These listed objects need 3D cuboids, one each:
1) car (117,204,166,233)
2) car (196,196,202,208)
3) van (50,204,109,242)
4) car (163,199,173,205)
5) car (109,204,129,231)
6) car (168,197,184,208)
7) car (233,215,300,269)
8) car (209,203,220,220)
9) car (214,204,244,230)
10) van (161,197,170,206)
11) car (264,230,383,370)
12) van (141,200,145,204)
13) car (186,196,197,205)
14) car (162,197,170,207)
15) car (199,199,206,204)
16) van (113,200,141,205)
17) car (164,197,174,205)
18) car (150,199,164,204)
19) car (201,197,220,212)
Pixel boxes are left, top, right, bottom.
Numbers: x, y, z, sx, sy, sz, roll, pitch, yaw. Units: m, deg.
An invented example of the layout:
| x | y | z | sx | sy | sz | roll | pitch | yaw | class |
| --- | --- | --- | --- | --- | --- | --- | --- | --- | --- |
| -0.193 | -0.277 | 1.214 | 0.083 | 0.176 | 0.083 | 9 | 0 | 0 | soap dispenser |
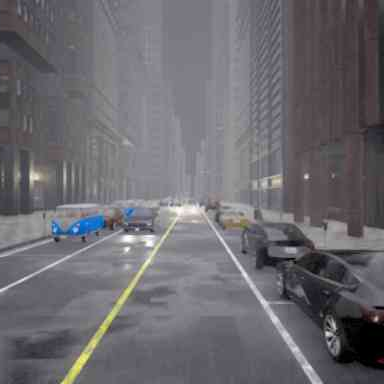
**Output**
| x | y | z | sx | sy | sz | roll | pitch | yaw | class |
| --- | --- | --- | --- | --- | --- | --- | --- | --- | --- |
| -3.098 | 1.765 | 21.495 | 2.033 | 1.411 | 5.357 | 0 | -1 | 0 | car |
| 2.402 | 1.853 | 60.371 | 2.150 | 2.045 | 5.566 | 0 | -1 | 0 | car |
| -5.759 | 1.513 | 17.019 | 1.690 | 1.788 | 3.998 | 0 | -1 | 0 | van |
| -5.751 | 2.376 | 78.815 | 2.008 | 1.369 | 4.403 | 0 | -1 | 0 | car |
| -5.759 | 1.774 | 22.634 | 1.887 | 1.381 | 4.507 | 0 | -1 | 0 | car |
| -3.027 | 2.170 | 62.253 | 1.812 | 1.442 | 4.674 | 0 | -1 | 1 | car |
| 2.765 | 1.681 | 11.404 | 1.947 | 1.339 | 4.313 | 0 | -1 | 0 | car |
| 2.767 | 1.853 | 28.260 | 1.947 | 1.339 | 4.313 | 0 | -1 | 0 | car |
| 2.767 | 1.756 | 22.812 | 1.752 | 1.417 | 4.829 | 0 | -1 | 0 | car |
| -5.752 | 2.105 | 73.199 | 1.690 | 1.788 | 3.998 | 0 | -1 | 0 | van |
| 2.764 | 1.625 | 5.786 | 1.947 | 1.339 | 4.313 | 0 | -1 | 0 | car |
| -5.757 | 1.685 | 33.873 | 1.690 | 1.788 | 3.998 | 0 | -1 | 0 | van |
| 0.012 | 2.182 | 78.466 | 1.837 | 1.490 | 4.892 | 0 | -1 | 0 | car |
| -5.753 | 2.248 | 67.579 | 1.887 | 1.381 | 4.507 | 0 | -1 | 0 | car |
| 2.776 | 2.530 | 90.063 | 1.802 | 1.307 | 4.206 | 0 | -1 | 0 | car |
| -5.758 | 1.628 | 28.254 | 1.690 | 1.788 | 3.998 | 0 | -1 | 0 | van |
| -5.750 | 2.202 | 84.436 | 2.192 | 1.841 | 5.009 | 0 | -1 | 0 | car |
| -5.755 | 2.045 | 50.555 | 1.752 | 1.417 | 4.829 | 0 | -1 | 0 | car |
| 2.770 | 1.777 | 45.118 | 2.192 | 1.841 | 5.009 | 0 | -1 | 0 | car |
